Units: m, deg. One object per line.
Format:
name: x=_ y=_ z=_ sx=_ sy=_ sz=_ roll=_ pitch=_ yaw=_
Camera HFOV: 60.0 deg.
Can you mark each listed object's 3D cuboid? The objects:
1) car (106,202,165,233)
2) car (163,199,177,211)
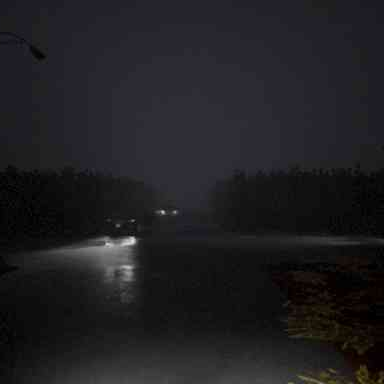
car: x=-3.555 y=1.583 z=20.445 sx=2.128 sy=1.511 sz=4.902 roll=1 pitch=0 yaw=11
car: x=-3.115 y=1.771 z=46.626 sx=1.882 sy=1.535 sz=5.008 roll=0 pitch=-1 yaw=0
